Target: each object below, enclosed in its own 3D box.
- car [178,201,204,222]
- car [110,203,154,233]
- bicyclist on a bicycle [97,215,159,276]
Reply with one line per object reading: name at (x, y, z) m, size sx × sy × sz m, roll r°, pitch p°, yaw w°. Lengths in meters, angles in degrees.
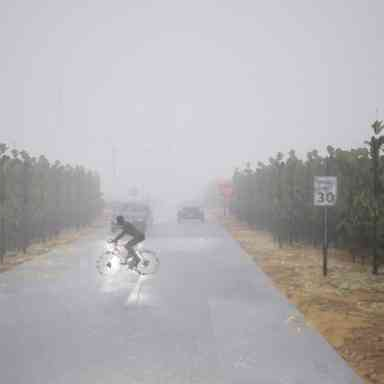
car at (-0.074, 1.360, 24.208) m, size 1.812 × 1.442 × 4.674 m, roll 0°, pitch 0°, yaw 0°
car at (-3.299, 1.375, 18.935) m, size 2.128 × 1.511 × 4.902 m, roll 0°, pitch 1°, yaw 0°
bicyclist on a bicycle at (-1.709, 1.433, 8.767) m, size 1.656 × 1.620 × 0.582 m, roll -2°, pitch 0°, yaw 0°
